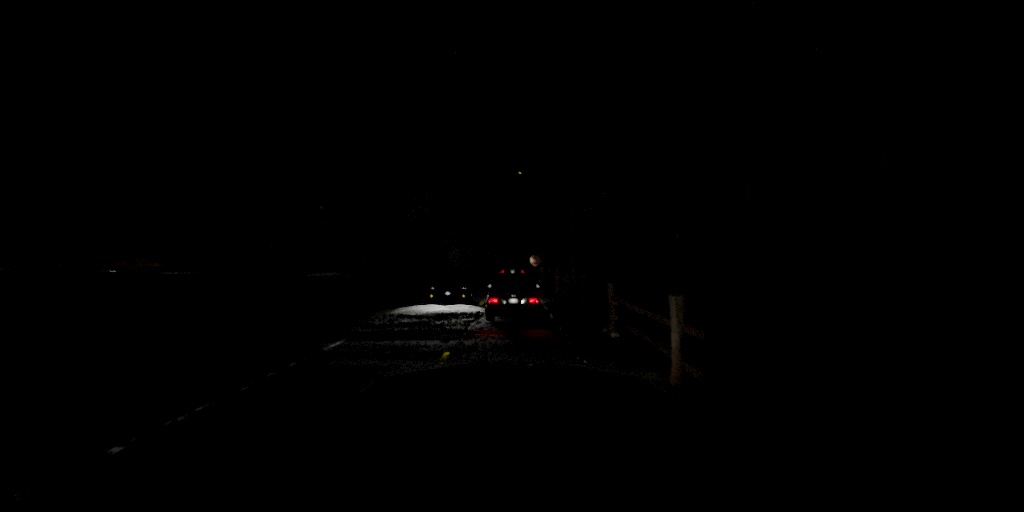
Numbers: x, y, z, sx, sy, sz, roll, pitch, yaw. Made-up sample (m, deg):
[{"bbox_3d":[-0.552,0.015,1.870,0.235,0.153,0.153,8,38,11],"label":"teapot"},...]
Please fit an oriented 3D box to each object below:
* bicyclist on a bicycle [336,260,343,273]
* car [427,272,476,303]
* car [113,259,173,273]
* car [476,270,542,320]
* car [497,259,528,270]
[{"bbox_3d":[-22.478,1.368,46.746,0.582,1.620,1.656,1,0,1],"label":"bicyclist on a bicycle"},{"bbox_3d":[-2.840,1.469,17.795,1.994,1.385,4.181,0,-1,0],"label":"car"},{"bbox_3d":[-42.435,1.102,41.001,5.008,1.535,1.882,0,0,1],"label":"car"},{"bbox_3d":[0.061,1.408,13.199,2.033,1.411,5.357,0,-1,0],"label":"car"},{"bbox_3d":[0.037,1.221,27.442,2.150,2.045,5.566,0,-1,0],"label":"car"}]
